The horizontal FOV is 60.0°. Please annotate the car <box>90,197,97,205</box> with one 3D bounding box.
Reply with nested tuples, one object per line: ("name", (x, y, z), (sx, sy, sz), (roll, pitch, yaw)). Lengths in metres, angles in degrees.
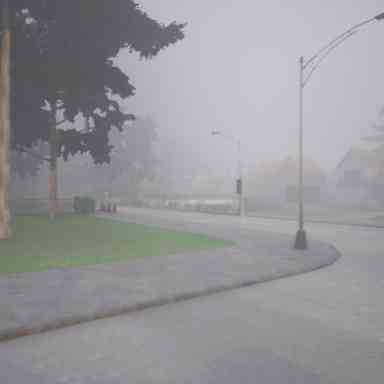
("car", (-19.148, 1.591, 61.910), (1.812, 1.442, 4.674), (0, 0, -36))
